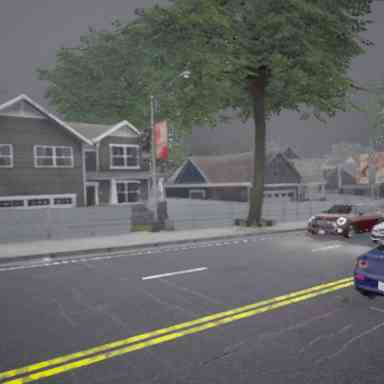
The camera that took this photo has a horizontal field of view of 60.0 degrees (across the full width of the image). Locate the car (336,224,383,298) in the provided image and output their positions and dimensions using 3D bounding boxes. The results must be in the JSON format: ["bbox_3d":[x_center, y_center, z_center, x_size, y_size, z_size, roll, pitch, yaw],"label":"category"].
[{"bbox_3d":[5.353,1.538,7.270,4.674,1.442,1.812,0,0,-35],"label":"car"}]

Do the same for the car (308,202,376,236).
[{"bbox_3d":[8.146,1.367,17.488,4.553,1.767,2.097,0,0,-36],"label":"car"}]

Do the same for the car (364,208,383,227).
[{"bbox_3d":[9.781,1.541,14.662,4.674,1.442,1.812,0,0,-36],"label":"car"}]
